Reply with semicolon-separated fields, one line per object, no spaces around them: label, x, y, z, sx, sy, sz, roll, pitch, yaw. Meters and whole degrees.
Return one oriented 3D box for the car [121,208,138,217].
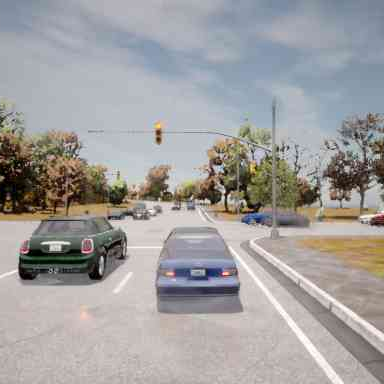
car;-10.740;3.504;57.478;1.895;1.301;4.718;0;-1;0

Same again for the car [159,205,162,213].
car;-7.198;3.488;67.979;1.837;1.490;4.892;0;0;0

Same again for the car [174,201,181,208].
car;-3.833;3.248;87.867;1.837;1.490;4.892;0;0;-4

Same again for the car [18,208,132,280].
car;-3.444;1.486;10.515;2.097;1.767;4.553;0;-1;0

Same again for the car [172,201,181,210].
car;-3.712;3.539;77.834;1.895;1.301;4.718;0;0;0

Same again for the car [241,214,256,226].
car;7.386;2.521;33.023;5.008;1.535;1.882;0;-3;-1

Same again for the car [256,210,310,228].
car;8.208;2.447;29.541;4.181;1.385;1.994;0;-3;-1

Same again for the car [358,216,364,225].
car;19.190;2.585;33.393;4.674;1.442;1.812;0;-3;-3

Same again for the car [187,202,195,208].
car;-0.334;3.305;87.961;1.994;1.385;4.181;0;0;-4

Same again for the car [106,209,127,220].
car;-10.762;3.208;47.601;2.033;1.411;5.357;0;-2;-3

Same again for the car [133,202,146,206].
car;-10.687;3.204;68.235;2.150;2.045;5.566;0;0;0

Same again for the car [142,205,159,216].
car;-7.237;3.433;57.689;1.812;1.442;4.674;0;-1;0

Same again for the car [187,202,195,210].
car;-0.212;3.467;77.779;1.812;1.442;4.674;0;0;0

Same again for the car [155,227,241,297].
car;0.068;1.646;8.901;2.033;1.411;5.357;0;-1;-1

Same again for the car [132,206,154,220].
car;-7.220;3.158;47.798;2.128;1.511;4.902;0;-2;1

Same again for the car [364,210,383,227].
car;18.695;2.374;29.874;5.008;1.535;1.882;0;-3;-3
